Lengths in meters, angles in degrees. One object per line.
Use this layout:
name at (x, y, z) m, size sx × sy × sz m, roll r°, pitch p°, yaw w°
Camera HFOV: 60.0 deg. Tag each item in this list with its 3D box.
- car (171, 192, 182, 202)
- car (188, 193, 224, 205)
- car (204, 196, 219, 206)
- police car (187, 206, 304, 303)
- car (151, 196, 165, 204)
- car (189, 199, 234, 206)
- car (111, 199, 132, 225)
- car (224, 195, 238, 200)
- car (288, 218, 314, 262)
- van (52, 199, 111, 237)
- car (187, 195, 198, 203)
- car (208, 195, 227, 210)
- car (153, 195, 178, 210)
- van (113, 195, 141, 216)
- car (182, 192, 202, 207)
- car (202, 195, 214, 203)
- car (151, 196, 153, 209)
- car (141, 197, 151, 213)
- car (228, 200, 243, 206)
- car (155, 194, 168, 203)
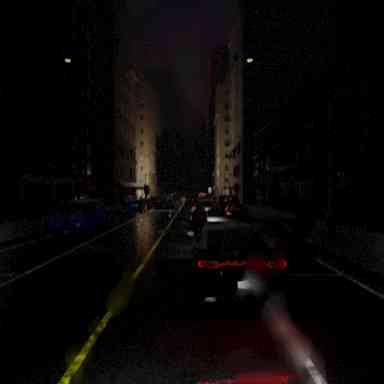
car at (-2.924, 1.164, 62.779) m, size 1.837 × 1.490 × 4.892 m, roll 0°, pitch 0°, yaw 0°
car at (0.929, 1.214, 24.166) m, size 2.097 × 1.767 × 4.553 m, roll 0°, pitch 0°, yaw 0°
car at (2.916, 1.274, 50.028) m, size 2.008 × 1.369 × 4.403 m, roll 0°, pitch 0°, yaw 0°
police car at (0.909, 1.378, 8.306) m, size 1.930 × 1.638 × 5.238 m, roll 0°, pitch 0°, yaw 0°
car at (-5.602, 1.277, 55.540) m, size 1.802 × 1.307 × 4.206 m, roll 0°, pitch 0°, yaw 0°
car at (0.921, 1.374, 18.197) m, size 1.882 × 1.535 × 5.008 m, roll 0°, pitch 0°, yaw 0°
car at (-5.643, 1.423, 22.532) m, size 2.008 × 1.369 × 4.403 m, roll 0°, pitch 0°, yaw 0°
car at (2.889, 1.156, 28.021) m, size 2.192 × 1.841 × 5.009 m, roll 0°, pitch 0°, yaw 0°
car at (2.869, 1.515, 11.520) m, size 1.802 × 1.307 × 4.206 m, roll 0°, pitch 0°, yaw 0°
van at (-5.650, 1.244, 17.031) m, size 1.690 × 1.788 × 3.998 m, roll 0°, pitch 0°, yaw 0°
car at (0.072, 1.241, 59.066) m, size 1.994 × 1.385 × 4.181 m, roll 0°, pitch 0°, yaw 0°
car at (2.903, 1.222, 39.025) m, size 1.967 × 1.590 × 4.097 m, roll 0°, pitch 0°, yaw 0°
car at (-3.050, 1.348, 38.623) m, size 1.994 × 1.385 × 4.181 m, roll 0°, pitch 0°, yaw 0°
van at (-5.636, 1.183, 28.032) m, size 1.690 × 1.788 × 3.998 m, roll 0°, pitch 0°, yaw 0°
car at (0.081, 1.096, 46.282) m, size 2.097 × 1.767 × 4.553 m, roll 0°, pitch 0°, yaw 1°
car at (2.930, 1.232, 61.031) m, size 1.947 × 1.339 × 4.313 m, roll 0°, pitch 0°, yaw 0°
car at (-5.622, 1.364, 39.036) m, size 1.802 × 1.307 × 4.206 m, roll 0°, pitch 0°, yaw 0°
car at (-5.629, 1.378, 33.535) m, size 1.947 × 1.339 × 4.313 m, roll 0°, pitch 0°, yaw 0°
car at (2.883, 1.454, 22.521) m, size 1.802 × 1.307 × 4.206 m, roll 0°, pitch 0°, yaw 0°
car at (-5.596, 1.107, 61.041) m, size 1.967 × 1.590 × 4.097 m, roll 0°, pitch 0°, yaw 0°
